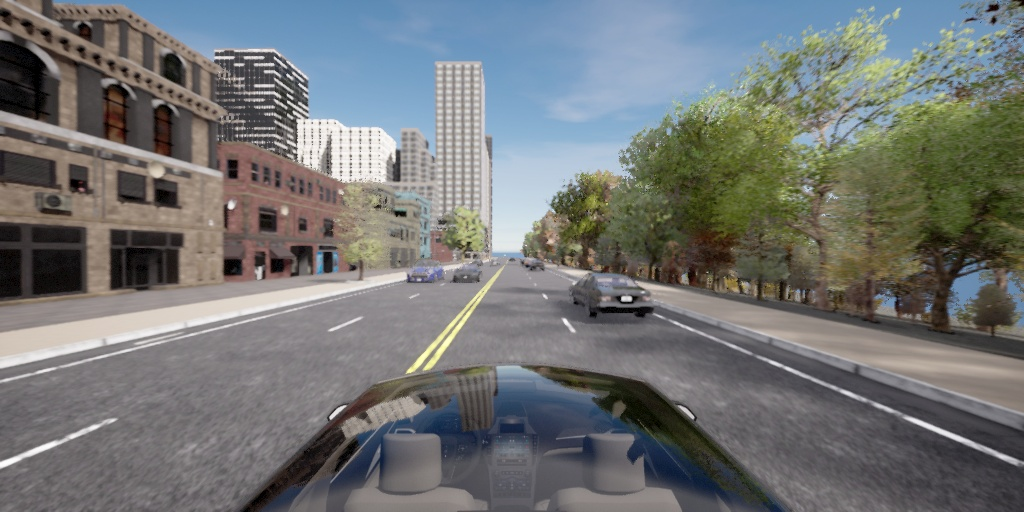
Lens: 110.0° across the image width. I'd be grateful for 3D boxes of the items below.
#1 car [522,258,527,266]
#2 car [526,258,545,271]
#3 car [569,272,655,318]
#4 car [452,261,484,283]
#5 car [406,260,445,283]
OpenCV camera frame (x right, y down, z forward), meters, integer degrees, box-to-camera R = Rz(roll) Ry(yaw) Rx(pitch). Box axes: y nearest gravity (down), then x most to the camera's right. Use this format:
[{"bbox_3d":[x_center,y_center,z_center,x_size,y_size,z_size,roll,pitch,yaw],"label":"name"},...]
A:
[{"bbox_3d":[3.277,1.237,58.776,2.163,1.488,4.792,0,0,0],"label":"car"},{"bbox_3d":[3.271,1.242,47.746,1.837,1.490,4.892,0,0,0],"label":"car"},{"bbox_3d":[3.356,1.296,13.013,2.033,1.411,5.357,0,0,0],"label":"car"},{"bbox_3d":[-3.323,1.311,27.585,1.994,1.385,4.181,0,0,0],"label":"car"},{"bbox_3d":[-6.572,1.098,27.661,2.097,1.767,4.553,0,0,0],"label":"car"}]
